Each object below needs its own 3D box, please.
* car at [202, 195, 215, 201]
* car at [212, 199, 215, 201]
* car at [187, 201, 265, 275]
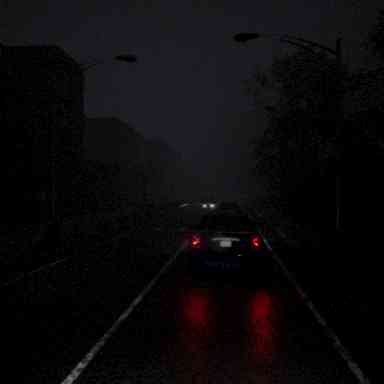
[{"bbox_3d":[2.815,1.197,55.802,1.994,1.385,4.181,0,1,9],"label":"car"},{"bbox_3d":[2.679,1.463,24.622,2.033,1.411,5.357,0,1,7],"label":"car"},{"bbox_3d":[1.120,1.353,10.734,2.097,1.767,4.553,0,0,7],"label":"car"}]
